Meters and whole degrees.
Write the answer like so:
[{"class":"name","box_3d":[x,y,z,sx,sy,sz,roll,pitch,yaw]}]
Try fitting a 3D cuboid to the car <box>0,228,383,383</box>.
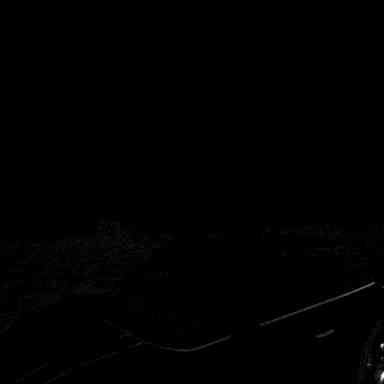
[{"class":"car","box_3d":[0.196,1.351,3.518,4.553,1.767,2.097,0,0,-36]}]
